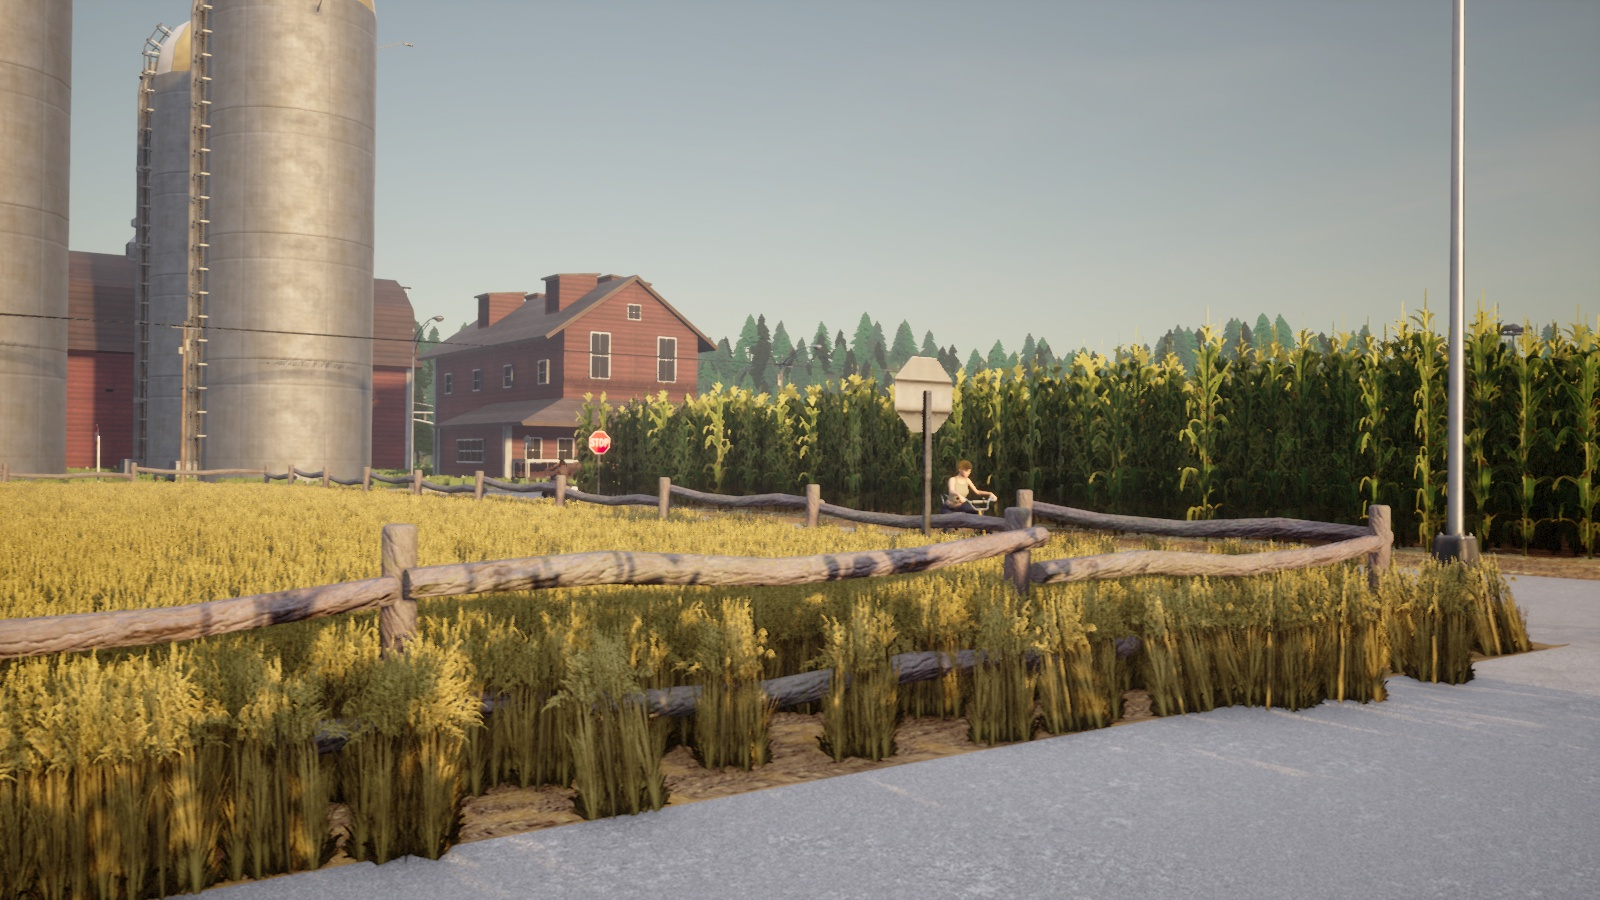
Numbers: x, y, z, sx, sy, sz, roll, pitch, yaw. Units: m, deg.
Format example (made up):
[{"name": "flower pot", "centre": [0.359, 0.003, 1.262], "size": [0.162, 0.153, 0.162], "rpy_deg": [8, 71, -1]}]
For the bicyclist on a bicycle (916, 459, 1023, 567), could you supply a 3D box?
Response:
[{"name": "bicyclist on a bicycle", "centre": [2.653, 0.958, 19.763], "size": [0.866, 1.612, 1.509], "rpy_deg": [1, -1, -35]}]

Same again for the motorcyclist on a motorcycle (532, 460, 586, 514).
[{"name": "motorcyclist on a motorcycle", "centre": [-7.654, 1.142, 39.847], "size": [0.766, 1.649, 2.350], "rpy_deg": [1, -1, -35]}]
